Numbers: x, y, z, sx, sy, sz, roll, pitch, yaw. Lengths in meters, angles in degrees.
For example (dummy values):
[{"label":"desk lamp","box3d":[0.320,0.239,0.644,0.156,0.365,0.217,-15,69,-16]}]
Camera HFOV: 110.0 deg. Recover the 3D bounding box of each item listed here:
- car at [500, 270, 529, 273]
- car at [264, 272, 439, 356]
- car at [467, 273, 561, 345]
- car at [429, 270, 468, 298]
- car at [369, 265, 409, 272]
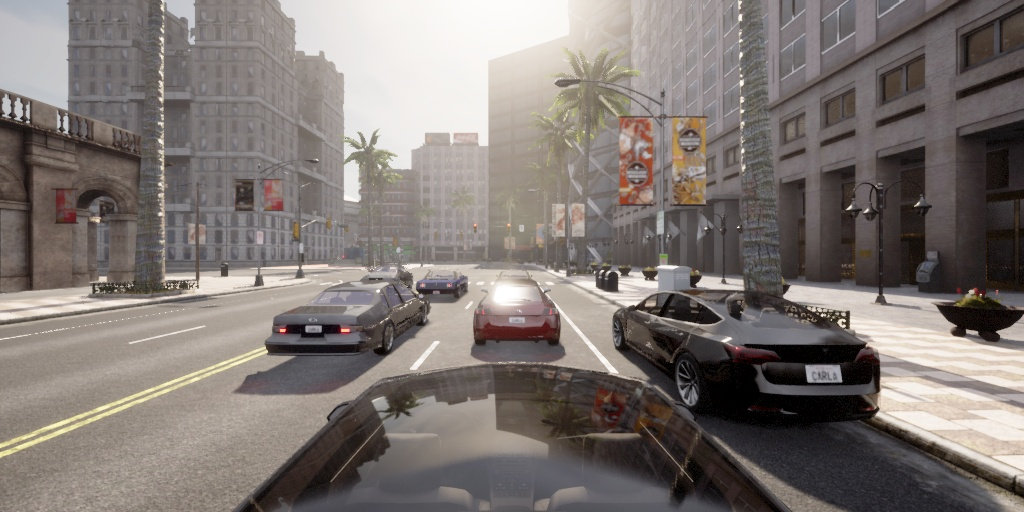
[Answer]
[{"label":"car","box3d":[0.117,1.351,18.336,1.895,1.301,4.718,0,0,0]},{"label":"car","box3d":[-3.395,1.297,8.649,2.033,1.411,5.357,0,0,0]},{"label":"car","box3d":[0.108,1.314,9.529,1.994,1.385,4.181,0,0,0]},{"label":"car","box3d":[-3.384,1.351,18.298,1.895,1.301,4.718,0,0,0]},{"label":"car","box3d":[-6.982,1.221,20.358,1.994,1.385,4.181,0,0,0]}]
